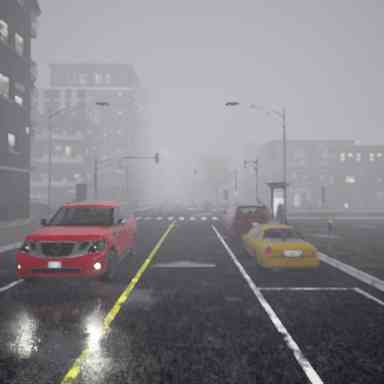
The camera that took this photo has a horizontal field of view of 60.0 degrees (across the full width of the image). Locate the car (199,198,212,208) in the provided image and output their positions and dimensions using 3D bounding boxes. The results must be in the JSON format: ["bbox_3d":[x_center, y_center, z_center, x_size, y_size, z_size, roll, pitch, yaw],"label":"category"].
[{"bbox_3d":[2.695,2.112,60.054,2.008,1.369,4.403,0,-1,0],"label":"car"}]

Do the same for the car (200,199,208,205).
[{"bbox_3d":[2.696,2.322,77.144,1.802,1.307,4.206,0,-1,0],"label":"car"}]

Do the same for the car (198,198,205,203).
[{"bbox_3d":[2.697,2.370,94.234,1.967,1.590,4.097,0,-1,0],"label":"car"}]

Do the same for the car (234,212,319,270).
[{"bbox_3d":[2.691,1.625,11.196,1.752,1.417,4.829,0,-1,0],"label":"car"}]

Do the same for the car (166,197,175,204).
[{"bbox_3d":[-5.684,2.181,88.542,2.192,1.841,5.009,0,-1,0],"label":"car"}]

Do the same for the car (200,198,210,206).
[{"bbox_3d":[2.695,2.120,71.448,1.967,1.590,4.097,0,-1,0],"label":"car"}]

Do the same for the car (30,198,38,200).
[{"bbox_3d":[-17.270,1.587,36.343,5.009,1.841,2.192,0,-1,0],"label":"car"}]

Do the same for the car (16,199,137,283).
[{"bbox_3d":[-3.098,1.313,10.274,2.150,2.045,5.566,0,0,0],"label":"car"}]

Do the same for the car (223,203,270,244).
[{"bbox_3d":[2.691,1.462,16.567,2.192,1.841,5.009,0,-1,0],"label":"car"}]

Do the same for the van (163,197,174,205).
[{"bbox_3d":[-5.685,2.082,77.148,1.690,1.788,3.998,0,-1,0],"label":"van"}]

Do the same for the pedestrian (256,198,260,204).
[{"bbox_3d":[6.137,1.417,31.112,0.375,1.860,0.375,0,0,0],"label":"pedestrian"}]

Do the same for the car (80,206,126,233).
[{"bbox_3d":[-5.690,1.720,21.936,1.752,1.417,4.829,0,-1,0],"label":"car"}]

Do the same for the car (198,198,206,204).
[{"bbox_3d":[2.697,2.416,88.537,2.008,1.369,4.403,0,-1,0],"label":"car"}]

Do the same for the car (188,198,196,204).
[{"bbox_3d":[0.009,2.315,86.826,1.882,1.535,5.008,0,-1,0],"label":"car"}]
